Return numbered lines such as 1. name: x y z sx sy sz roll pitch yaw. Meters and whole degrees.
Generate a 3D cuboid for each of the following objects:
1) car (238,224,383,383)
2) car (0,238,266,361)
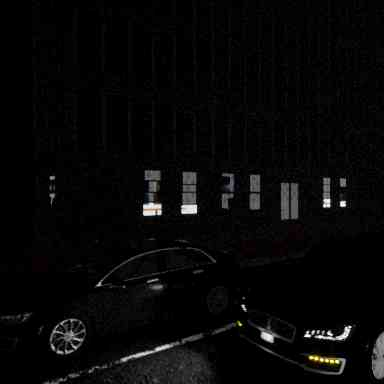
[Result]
1. car: 2.888 1.505 5.438 4.892 1.490 1.837 0 0 -35
2. car: -1.030 1.551 5.825 4.403 1.369 2.008 0 0 -36
